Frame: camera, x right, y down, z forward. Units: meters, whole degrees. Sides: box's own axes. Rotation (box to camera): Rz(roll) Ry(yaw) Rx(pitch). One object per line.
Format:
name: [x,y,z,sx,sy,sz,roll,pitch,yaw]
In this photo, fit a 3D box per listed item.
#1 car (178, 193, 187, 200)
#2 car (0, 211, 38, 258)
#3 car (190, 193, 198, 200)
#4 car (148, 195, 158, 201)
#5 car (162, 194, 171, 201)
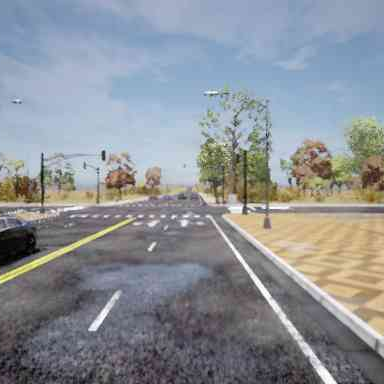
car: [-2.638,1.158,89.250,2.097,1.767,4.553,0,0,1]
car: [-6.590,1.476,10.297,2.128,1.511,4.902,0,0,0]
car: [0.610,1.159,89.160,2.097,1.767,4.553,0,0,1]
car: [-9.301,1.387,79.984,1.994,1.385,4.181,0,0,1]
car: [-6.051,1.314,79.927,1.882,1.535,5.008,0,0,1]
